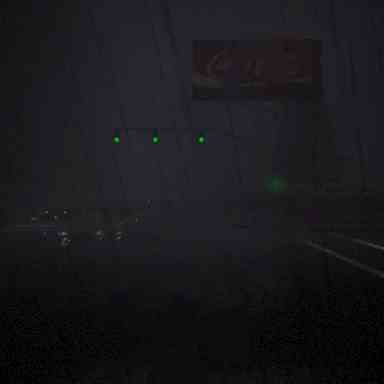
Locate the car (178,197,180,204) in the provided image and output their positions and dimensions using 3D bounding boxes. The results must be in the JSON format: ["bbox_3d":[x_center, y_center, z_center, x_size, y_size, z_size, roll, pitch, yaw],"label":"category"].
[{"bbox_3d":[-3.513,1.701,69.439,2.128,1.511,4.902,0,0,-6],"label":"car"}]

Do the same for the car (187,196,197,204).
[{"bbox_3d":[-0.013,1.648,69.394,2.128,1.511,4.902,0,0,0],"label":"car"}]

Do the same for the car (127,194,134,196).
[{"bbox_3d":[-10.527,1.372,59.081,2.150,2.045,5.566,0,0,1],"label":"car"}]

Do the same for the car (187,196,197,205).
[{"bbox_3d":[-0.011,1.754,60.357,1.895,1.301,4.718,0,0,0],"label":"car"}]

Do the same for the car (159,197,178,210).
[{"bbox_3d":[-3.408,1.595,46.271,1.882,1.535,5.008,0,0,0],"label":"car"}]

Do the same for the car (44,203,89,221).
[{"bbox_3d":[-10.612,1.673,28.151,1.895,1.301,4.718,0,0,1],"label":"car"}]

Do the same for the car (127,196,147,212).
[{"bbox_3d":[-7.089,1.581,40.593,1.882,1.535,5.008,0,0,0],"label":"car"}]

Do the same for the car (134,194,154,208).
[{"bbox_3d":[-7.072,1.481,50.630,2.097,1.767,4.553,0,0,0],"label":"car"}]

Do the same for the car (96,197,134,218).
[{"bbox_3d":[-7.089,1.557,31.161,1.882,1.535,5.008,0,0,0],"label":"car"}]

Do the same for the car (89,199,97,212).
[{"bbox_3d":[-10.593,1.573,37.542,1.882,1.535,5.008,0,0,0],"label":"car"}]

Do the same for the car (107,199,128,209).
[{"bbox_3d":[-10.583,1.722,47.620,1.895,1.301,4.718,0,0,0],"label":"car"}]
